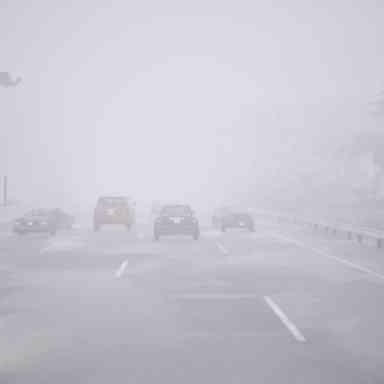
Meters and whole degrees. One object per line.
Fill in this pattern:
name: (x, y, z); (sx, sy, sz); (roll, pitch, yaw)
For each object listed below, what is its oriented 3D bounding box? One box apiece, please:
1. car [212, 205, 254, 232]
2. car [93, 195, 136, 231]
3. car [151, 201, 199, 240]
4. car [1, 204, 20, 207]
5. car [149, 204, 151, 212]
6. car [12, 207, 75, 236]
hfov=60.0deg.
car: (2.377, 1.517, 19.892); (1.812, 1.442, 4.674); (0, 0, -6)
car: (-4.773, 1.227, 20.956); (2.150, 2.045, 5.566); (0, 0, -7)
car: (-0.879, 1.351, 17.205); (2.097, 1.767, 4.553); (0, 0, -5)
car: (-23.427, 1.641, 43.421); (1.895, 1.301, 4.718); (0, 0, -15)
car: (-3.524, 1.602, 35.611); (1.895, 1.301, 4.718); (0, 0, -11)
car: (-7.979, 1.560, 18.373); (2.033, 1.411, 5.357); (0, 0, -6)
